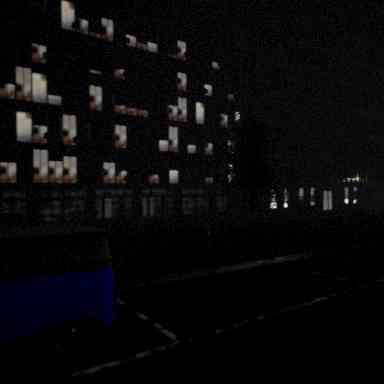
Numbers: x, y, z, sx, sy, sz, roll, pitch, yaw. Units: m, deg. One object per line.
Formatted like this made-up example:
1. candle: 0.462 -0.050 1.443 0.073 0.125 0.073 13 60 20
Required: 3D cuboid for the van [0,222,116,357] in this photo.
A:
1. van: -3.039 1.342 4.409 3.998 1.788 1.690 0 -1 -36
